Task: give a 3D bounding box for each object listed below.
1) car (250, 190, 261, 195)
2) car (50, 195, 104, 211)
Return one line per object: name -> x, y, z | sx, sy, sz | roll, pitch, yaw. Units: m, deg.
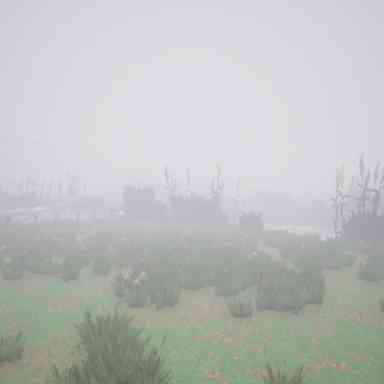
car -> 10.286, 0.765, 47.464 | 2.150, 2.045, 5.566 | 0, -2, 44
car -> -10.407, 1.107, 30.325 | 1.837, 1.490, 4.892 | 0, 3, 41
